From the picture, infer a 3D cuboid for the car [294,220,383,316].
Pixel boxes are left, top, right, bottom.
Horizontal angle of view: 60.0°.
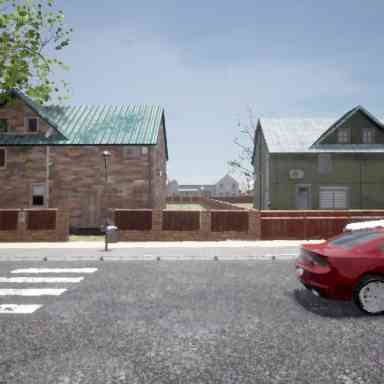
[{"bbox_3d":[4.704,1.449,6.803,5.008,1.535,1.882,-1,-1,1],"label":"car"}]
